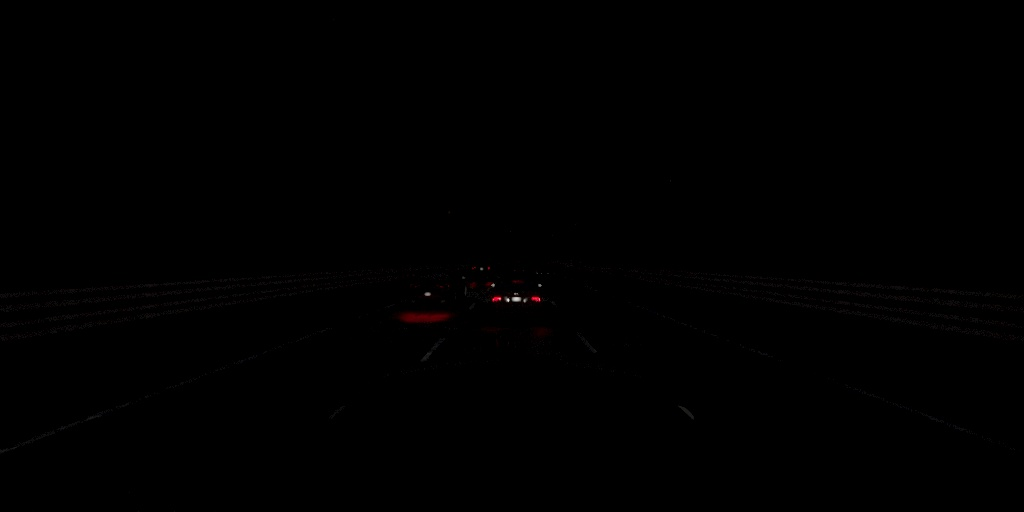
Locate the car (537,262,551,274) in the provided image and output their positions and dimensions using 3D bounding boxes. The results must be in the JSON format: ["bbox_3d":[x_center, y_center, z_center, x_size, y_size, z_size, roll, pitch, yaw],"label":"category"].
[{"bbox_3d":[4.939,1.978,54.880,1.994,1.385,4.181,0,-1,3],"label":"car"}]

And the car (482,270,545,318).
[{"bbox_3d":[0.171,1.414,13.615,2.033,1.411,5.357,0,-1,1],"label":"car"}]

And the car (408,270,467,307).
[{"bbox_3d":[-3.280,1.372,16.569,1.882,1.535,5.008,0,0,1],"label":"car"}]

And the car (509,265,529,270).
[{"bbox_3d":[0.773,1.674,38.026,1.837,1.490,4.892,0,0,2],"label":"car"}]

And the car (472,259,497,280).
[{"bbox_3d":[-2.781,1.368,36.761,2.150,2.045,5.566,0,-1,2],"label":"car"}]
